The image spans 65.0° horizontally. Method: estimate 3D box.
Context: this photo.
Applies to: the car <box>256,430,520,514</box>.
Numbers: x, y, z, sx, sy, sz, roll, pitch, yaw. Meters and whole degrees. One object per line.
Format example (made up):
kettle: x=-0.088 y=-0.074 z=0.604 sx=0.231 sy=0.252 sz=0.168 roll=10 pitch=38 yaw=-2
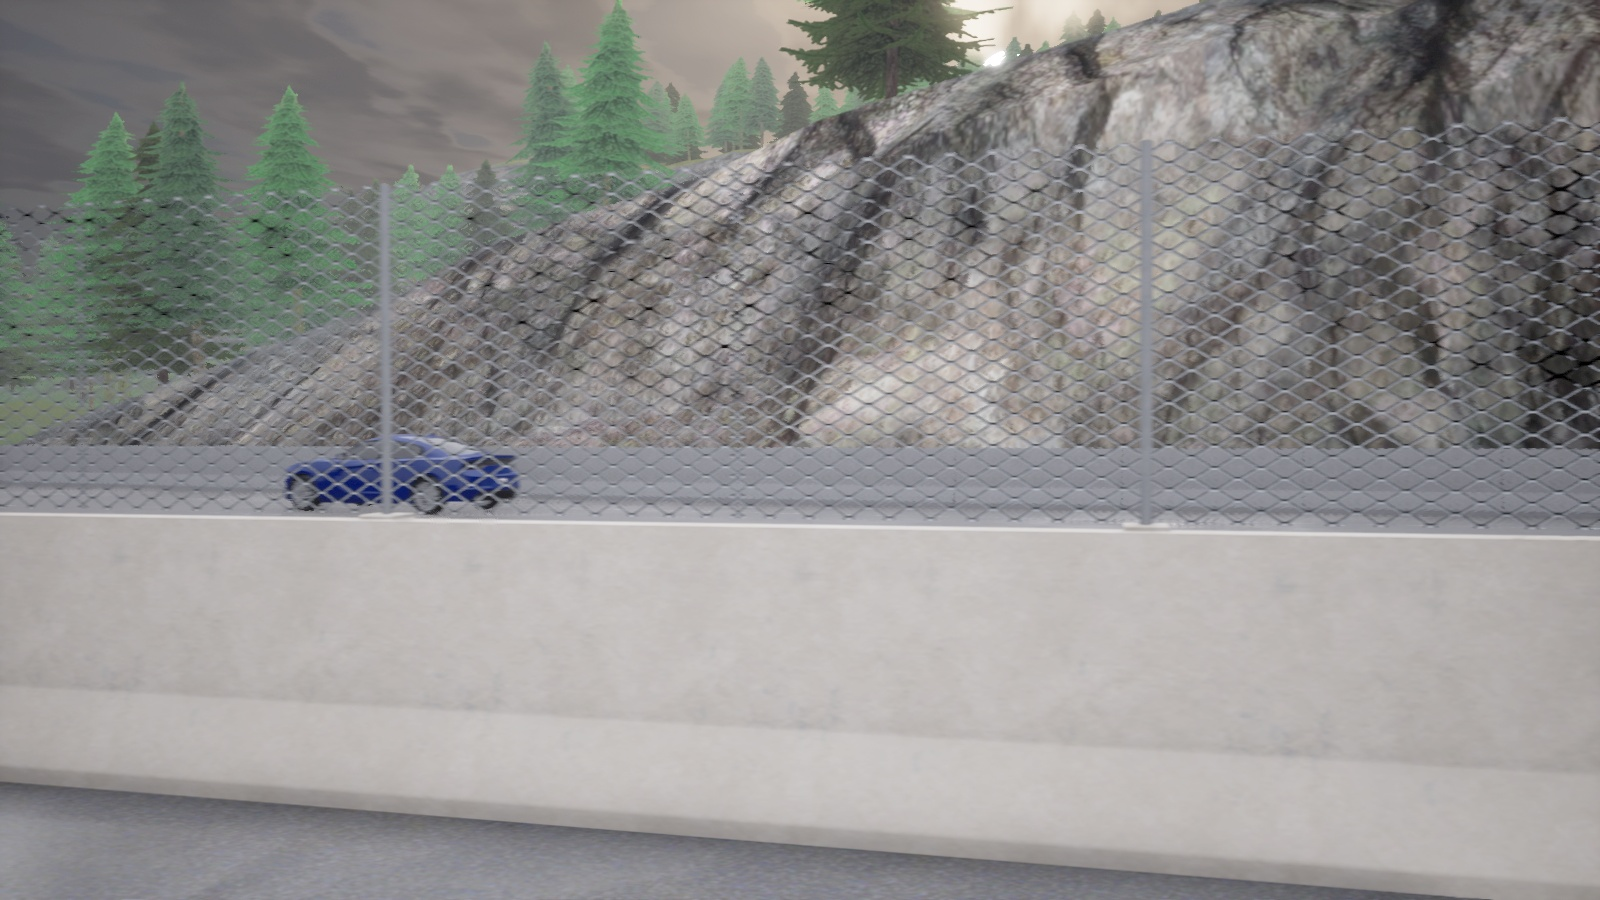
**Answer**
car: x=-8.233 y=0.373 z=25.046 sx=5.008 sy=1.535 sz=1.882 roll=1 pitch=1 yaw=23
